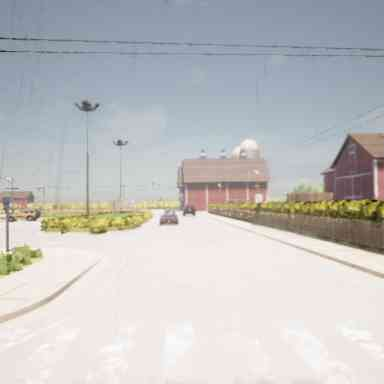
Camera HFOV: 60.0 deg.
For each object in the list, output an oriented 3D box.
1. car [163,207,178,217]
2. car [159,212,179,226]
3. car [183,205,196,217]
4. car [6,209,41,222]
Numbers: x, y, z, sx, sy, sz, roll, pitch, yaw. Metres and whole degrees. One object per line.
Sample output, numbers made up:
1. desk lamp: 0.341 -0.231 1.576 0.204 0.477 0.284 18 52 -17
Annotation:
1. car: -3.367 3.048 51.581 2.128 1.511 4.902 -1 -2 -4
2. car: -2.480 2.912 36.289 1.994 1.385 4.181 -1 -2 -3
3. car: -0.482 3.430 61.391 2.150 2.045 5.566 -1 -2 -4
4. car: -25.847 3.588 51.149 4.605 1.855 1.932 -1 -2 -4
